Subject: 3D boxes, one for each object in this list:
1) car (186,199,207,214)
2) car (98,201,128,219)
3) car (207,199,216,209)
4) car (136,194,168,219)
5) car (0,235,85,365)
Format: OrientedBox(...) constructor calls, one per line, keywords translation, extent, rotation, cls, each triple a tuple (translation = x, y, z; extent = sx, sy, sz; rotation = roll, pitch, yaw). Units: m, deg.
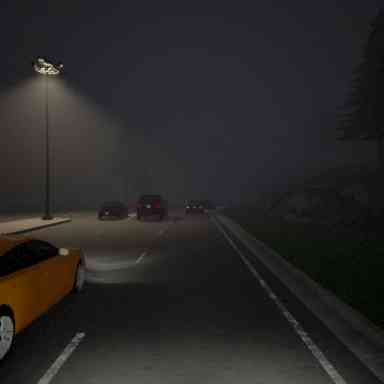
OrientedBox(translation=(0.322, 1.547, 35.018), extent=(2.033, 1.411, 5.357), rotation=(0, 0, 2), cls="car")
OrientedBox(translation=(-6.860, 1.525, 29.180), extent=(1.812, 1.442, 4.674), rotation=(0, 0, 1), cls="car")
OrientedBox(translation=(1.905, 1.564, 44.360), extent=(1.994, 1.385, 4.181), rotation=(0, 0, 14), cls="car")
OrientedBox(translation=(-3.371, 1.223, 28.746), extent=(2.150, 2.045, 5.566), rotation=(0, 0, 1), cls="car")
OrientedBox(translation=(-3.399, 1.477, 5.748), extent=(1.882, 1.535, 5.008), rotation=(0, 0, 0), cls="car")
